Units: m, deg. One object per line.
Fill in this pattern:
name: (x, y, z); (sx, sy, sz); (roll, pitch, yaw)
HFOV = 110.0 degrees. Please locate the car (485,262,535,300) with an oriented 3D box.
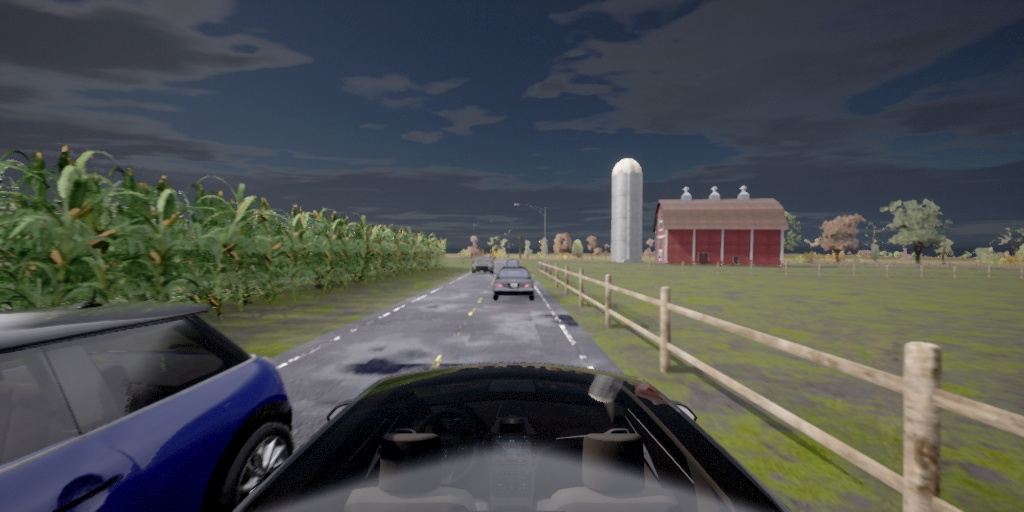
car: (0.081, 1.182, 16.814); (2.033, 1.411, 5.357); (0, 0, 0)

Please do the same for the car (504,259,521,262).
car: (0.061, 1.037, 39.040); (1.994, 1.385, 4.181); (0, 0, 0)

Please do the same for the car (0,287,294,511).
car: (-2.842, 1.108, 1.021); (2.097, 1.767, 4.553); (0, 0, 0)

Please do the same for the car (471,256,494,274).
car: (-2.864, 0.847, 35.997); (2.097, 1.767, 4.553); (0, 0, 0)
